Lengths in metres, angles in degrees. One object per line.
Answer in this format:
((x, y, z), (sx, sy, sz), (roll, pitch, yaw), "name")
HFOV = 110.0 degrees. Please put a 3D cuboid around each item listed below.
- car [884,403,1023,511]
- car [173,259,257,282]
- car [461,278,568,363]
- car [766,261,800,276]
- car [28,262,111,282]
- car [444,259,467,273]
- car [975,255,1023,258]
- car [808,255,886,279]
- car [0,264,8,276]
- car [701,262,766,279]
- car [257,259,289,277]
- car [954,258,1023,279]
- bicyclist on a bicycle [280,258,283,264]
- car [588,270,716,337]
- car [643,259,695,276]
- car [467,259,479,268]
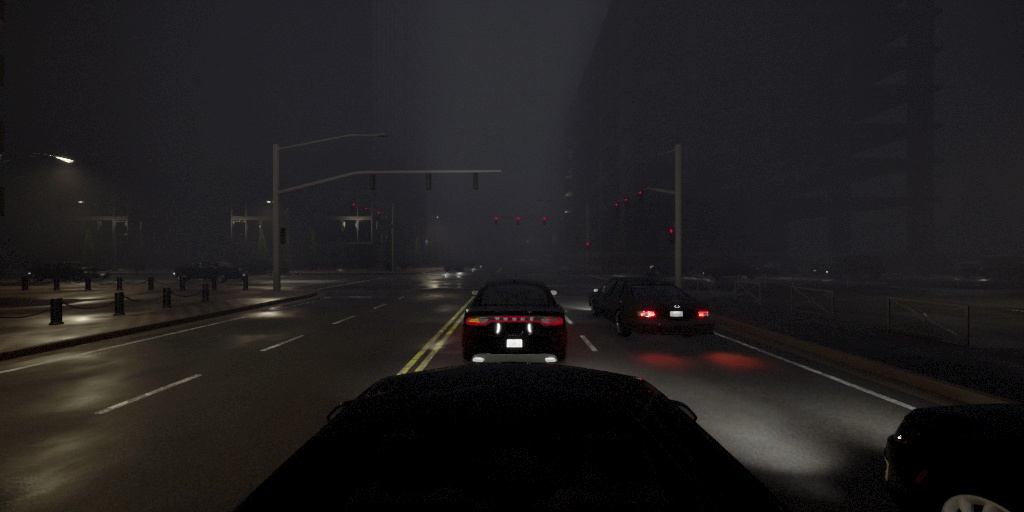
((3.600, 1.255, 0.525), (1.837, 1.490, 4.892), (0, 0, 0), "car")
((-22.923, 1.186, 27.390), (4.902, 1.511, 2.128), (0, 0, 0), "car")
((0.055, 1.228, 8.139), (1.882, 1.535, 5.008), (0, 0, 0), "car")
((24.964, 1.242, 35.058), (5.357, 1.411, 2.033), (0, 0, 0), "car")
((-33.774, 1.186, 27.443), (4.902, 1.511, 2.128), (0, 0, 1), "car")
((-7.094, 1.276, 44.269), (1.812, 1.442, 4.674), (0, 0, 0), "car")
((47.004, 0.917, 35.072), (5.566, 2.045, 2.150), (0, 0, 0), "car")
((29.417, 0.913, 31.572), (5.566, 2.045, 2.150), (0, 0, 0), "car")
((-52.276, 1.172, 34.778), (5.008, 1.535, 1.882), (0, 0, 1), "car")
((19.155, 1.220, 31.518), (4.674, 1.442, 1.812), (0, 0, 0), "car")
((-24.243, 1.046, 34.554), (4.553, 1.767, 2.097), (0, 0, 0), "car")
((42.531, 1.172, 31.588), (5.008, 1.535, 1.882), (0, 0, 0), "car")
((-25.407, 0.995, 39.350), (0.582, 1.620, 1.656), (0, 0, 0), "bicyclist on a bicycle")
((3.571, 1.297, 10.262), (2.033, 1.411, 5.357), (0, 0, 0), "car")
((15.231, 1.046, 35.046), (4.553, 1.767, 2.097), (0, 0, 0), "car")
((-7.072, 1.227, 59.595), (1.882, 1.535, 5.008), (0, 0, 0), "car")
